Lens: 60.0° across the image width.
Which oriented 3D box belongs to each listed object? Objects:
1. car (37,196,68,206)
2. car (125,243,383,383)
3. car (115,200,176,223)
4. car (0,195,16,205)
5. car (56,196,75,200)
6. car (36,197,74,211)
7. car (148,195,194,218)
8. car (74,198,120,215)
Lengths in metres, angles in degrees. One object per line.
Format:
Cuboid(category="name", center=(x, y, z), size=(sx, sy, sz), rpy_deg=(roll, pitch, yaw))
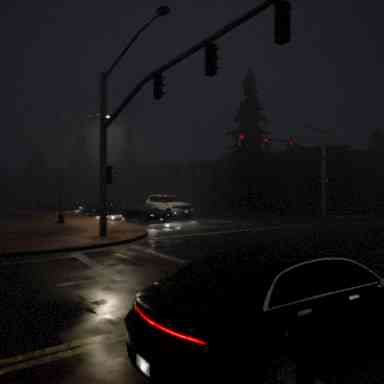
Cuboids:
Cuboid(category="car", center=(-23.561, 1.507, 56.118), size=(5.008, 1.535, 1.882), rpy_deg=(0, 0, 21))
Cuboid(category="car", center=(1.476, 1.514, 4.813), size=(4.892, 1.490, 1.837), rpy_deg=(0, 0, -35))
Cuboid(category="car", center=(-3.748, 1.573, 25.997), size=(2.033, 1.411, 5.357), rpy_deg=(0, 0, -36))
Cuboid(category="car", center=(-33.519, 1.368, 58.591), size=(4.553, 1.767, 2.097), rpy_deg=(0, 0, 9))
Cuboid(category="car", center=(-15.859, 1.553, 44.129), size=(4.674, 1.442, 1.812), rpy_deg=(0, 0, 34))
Cuboid(category="car", center=(-17.049, 1.622, 40.775), size=(4.718, 1.301, 1.895), rpy_deg=(0, 0, 36))
Cuboid(category="car", center=(-2.098, 1.254, 29.621), size=(2.150, 2.045, 5.566), rpy_deg=(0, 0, -37))
Cuboid(category="car", center=(-9.805, 1.573, 34.005), size=(2.033, 1.411, 5.357), rpy_deg=(0, 0, -39))
